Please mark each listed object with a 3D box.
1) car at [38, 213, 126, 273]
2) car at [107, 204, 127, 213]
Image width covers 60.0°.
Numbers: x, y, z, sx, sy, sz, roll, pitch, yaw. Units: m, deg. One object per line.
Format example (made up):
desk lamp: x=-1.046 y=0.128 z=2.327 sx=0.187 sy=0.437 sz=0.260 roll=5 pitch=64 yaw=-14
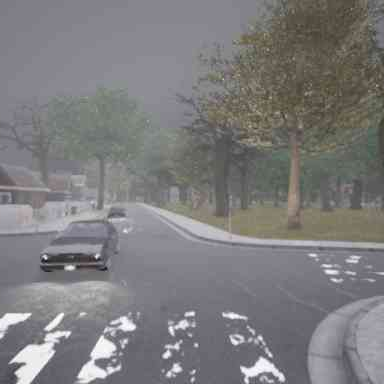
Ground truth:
car: x=-3.595 y=1.701 z=11.620 sx=2.033 sy=1.411 sz=5.357 roll=0 pitch=-1 yaw=-7
car: x=-8.027 y=2.019 z=35.855 sx=2.033 sy=1.411 sz=5.357 roll=0 pitch=-1 yaw=-11
